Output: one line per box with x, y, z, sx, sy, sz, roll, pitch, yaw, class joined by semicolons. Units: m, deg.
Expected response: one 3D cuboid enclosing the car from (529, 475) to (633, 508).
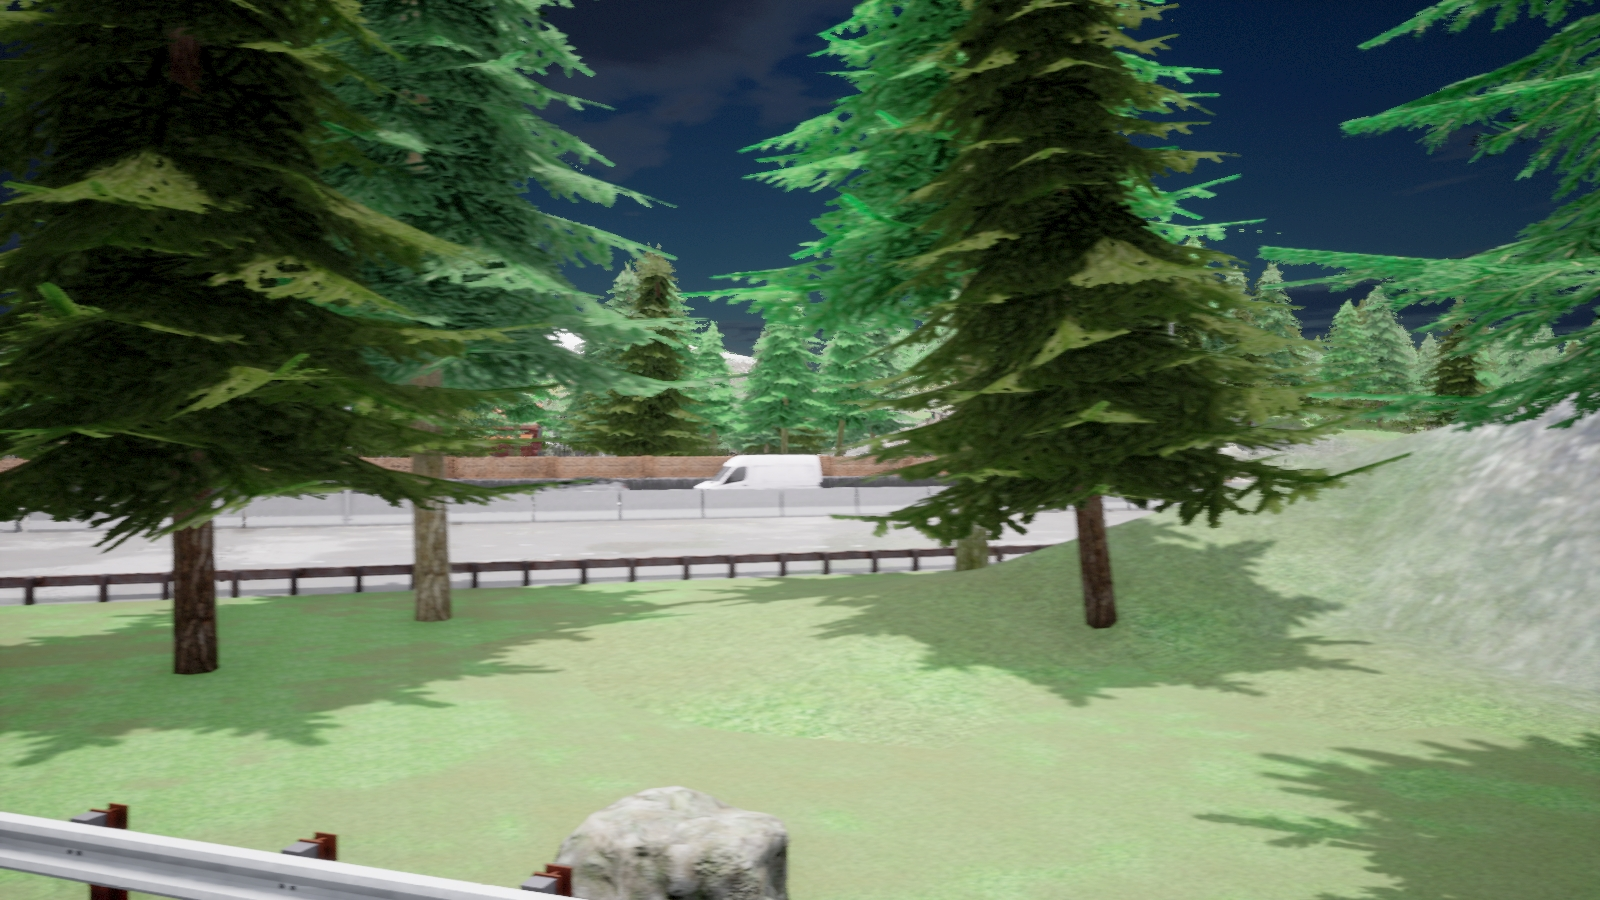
-10.899;2.050;56.749;4.792;1.488;2.163;0;0;-19;car

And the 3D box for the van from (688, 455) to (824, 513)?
-2.009;1.522;52.355;5.915;2.561;1.988;0;0;-19;van
